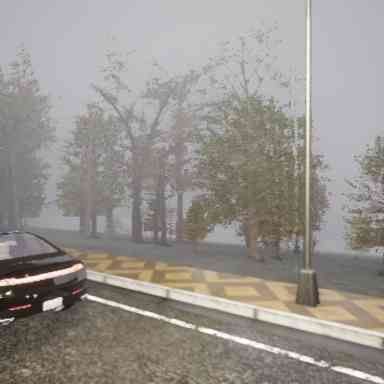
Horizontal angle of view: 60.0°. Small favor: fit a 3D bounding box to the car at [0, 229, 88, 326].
[{"bbox_3d":[-4.097,1.487,6.448,4.902,1.511,2.128,0,0,35],"label":"car"}]
